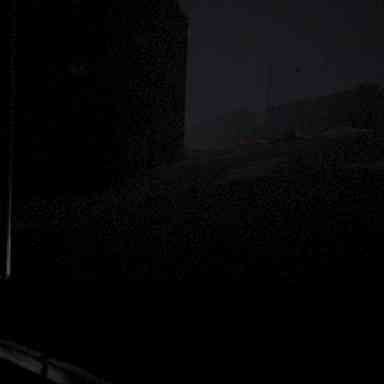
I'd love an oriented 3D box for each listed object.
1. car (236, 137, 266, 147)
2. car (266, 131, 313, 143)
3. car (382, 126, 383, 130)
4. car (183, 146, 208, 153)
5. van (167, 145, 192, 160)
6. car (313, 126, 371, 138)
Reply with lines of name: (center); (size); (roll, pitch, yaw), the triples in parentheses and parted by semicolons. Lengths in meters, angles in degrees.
car: (7.041, -5.385, 37.624); (2.185, 1.767, 4.553); (1, 2, -33)
car: (10.068, -5.190, 33.012); (2.185, 1.767, 4.553); (1, 2, -33)
car: (16.194, -4.787, 23.680); (2.185, 1.767, 4.553); (1, 2, -33)
car: (0.994, -5.637, 46.830); (2.231, 1.521, 4.892); (1, 1, -33)
van: (-1.960, -6.042, 51.335); (1.878, 1.987, 4.442); (1, 1, -33)
car: (13.177, -4.820, 28.273); (2.002, 1.452, 4.674); (1, 2, -33)
